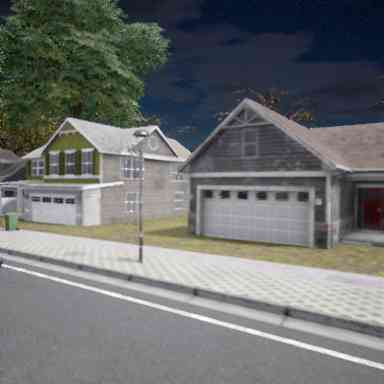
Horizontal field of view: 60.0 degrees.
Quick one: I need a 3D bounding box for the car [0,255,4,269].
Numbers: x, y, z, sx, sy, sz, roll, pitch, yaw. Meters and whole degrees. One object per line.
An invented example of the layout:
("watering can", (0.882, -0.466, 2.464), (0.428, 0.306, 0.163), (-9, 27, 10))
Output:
("car", (-7.266, 1.521, 9.171), (5.357, 1.411, 2.033), (0, 0, 35))
